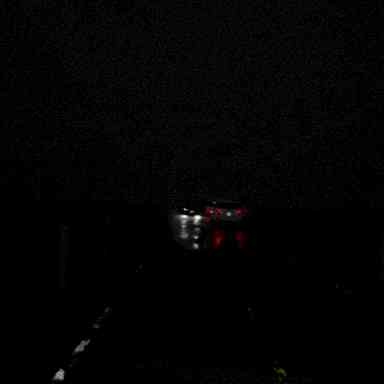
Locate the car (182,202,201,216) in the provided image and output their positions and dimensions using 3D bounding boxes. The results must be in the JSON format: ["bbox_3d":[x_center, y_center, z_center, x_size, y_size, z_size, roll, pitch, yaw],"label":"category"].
[{"bbox_3d":[-0.089,1.994,39.873,1.837,1.490,4.892,3,-1,0],"label":"car"}]

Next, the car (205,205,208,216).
[{"bbox_3d":[2.715,1.994,40.509,2.097,1.767,4.553,3,-1,1],"label":"car"}]

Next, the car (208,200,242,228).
[{"bbox_3d":[2.717,1.694,26.950,2.150,2.045,5.566,3,-1,0],"label":"car"}]
